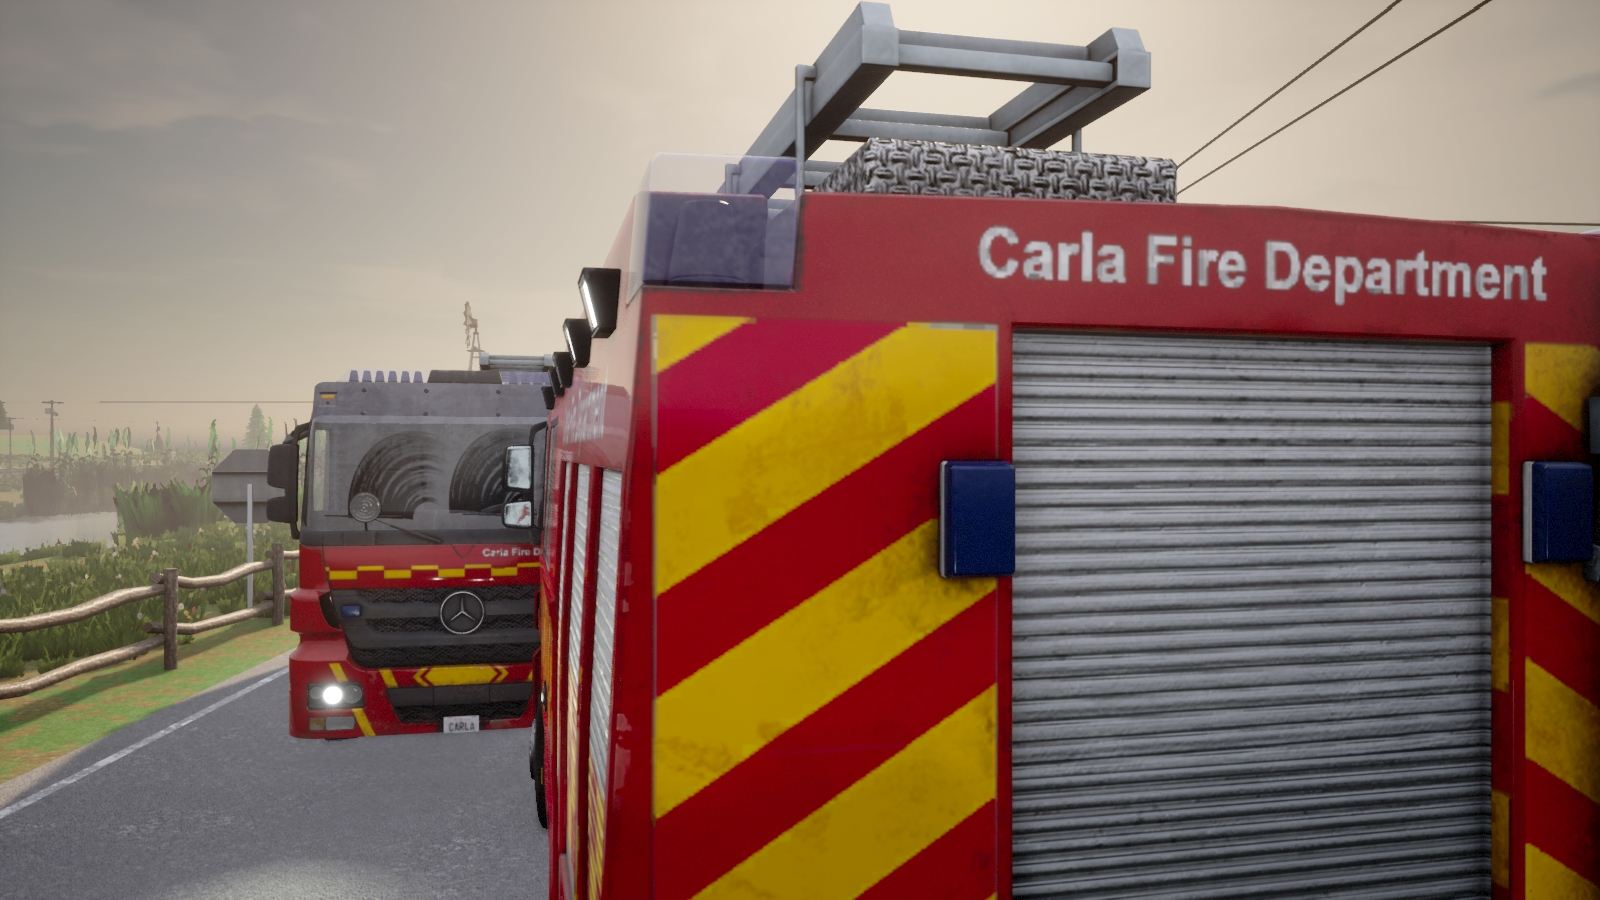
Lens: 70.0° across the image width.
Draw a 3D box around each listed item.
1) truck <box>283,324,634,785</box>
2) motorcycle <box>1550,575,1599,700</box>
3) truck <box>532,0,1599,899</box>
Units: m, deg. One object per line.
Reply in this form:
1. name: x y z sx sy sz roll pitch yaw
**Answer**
1. truck: -3.895 0.862 13.939 2.891 3.827 8.468 0 0 -14
2. motorcycle: 9.803 2.142 13.165 1.805 1.316 0.856 0 0 -7
3. truck: -0.077 0.867 6.873 2.891 3.827 8.468 0 0 -14
